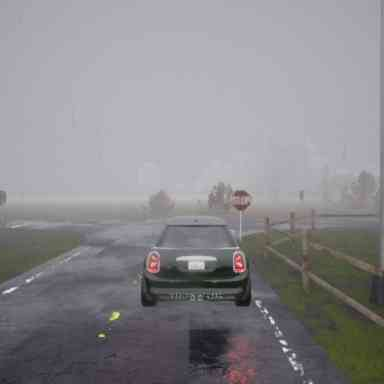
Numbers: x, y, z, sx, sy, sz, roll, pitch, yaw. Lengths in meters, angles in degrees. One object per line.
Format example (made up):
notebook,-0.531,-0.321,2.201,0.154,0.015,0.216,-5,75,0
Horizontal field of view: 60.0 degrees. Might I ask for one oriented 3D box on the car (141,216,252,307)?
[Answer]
car,0.077,1.351,8.150,2.097,1.767,4.553,0,0,0
